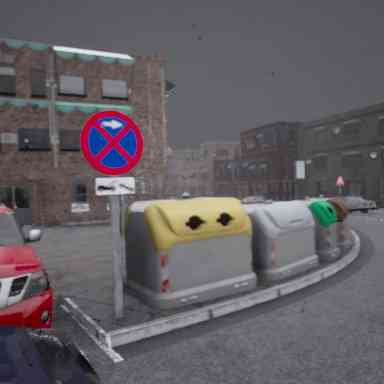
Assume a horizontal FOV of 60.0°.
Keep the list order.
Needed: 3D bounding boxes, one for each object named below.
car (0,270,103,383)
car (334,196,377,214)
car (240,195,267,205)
[{"bbox_3d":[-2.526,1.557,1.650,4.181,1.385,1.994,0,0,-36],"label":"car"},{"bbox_3d":[12.542,1.041,27.461,2.033,1.411,5.357,-2,-1,-17],"label":"car"},{"bbox_3d":[7.256,1.236,39.997,2.097,1.767,4.553,-2,-1,-23],"label":"car"}]
